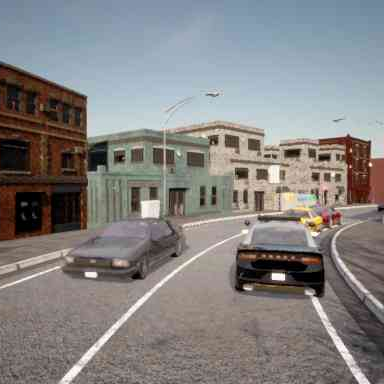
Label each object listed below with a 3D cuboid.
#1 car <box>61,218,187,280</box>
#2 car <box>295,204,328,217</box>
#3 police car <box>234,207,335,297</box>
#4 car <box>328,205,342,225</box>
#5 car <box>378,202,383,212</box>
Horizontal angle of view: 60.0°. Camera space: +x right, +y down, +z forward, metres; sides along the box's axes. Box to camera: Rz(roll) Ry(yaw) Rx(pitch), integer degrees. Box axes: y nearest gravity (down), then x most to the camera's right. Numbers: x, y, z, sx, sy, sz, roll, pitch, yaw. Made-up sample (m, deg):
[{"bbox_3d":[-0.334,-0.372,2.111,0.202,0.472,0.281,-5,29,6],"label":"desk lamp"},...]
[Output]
[{"bbox_3d":[-1.655,1.529,10.288,2.033,1.411,5.357,0,0,15],"label":"car"},{"bbox_3d":[5.783,1.471,17.631,1.801,1.575,5.366,1,0,28],"label":"car"},{"bbox_3d":[2.316,1.428,8.885,1.930,1.638,5.238,0,0,15],"label":"police car"},{"bbox_3d":[8.673,1.557,22.225,1.812,1.442,4.674,1,0,36],"label":"car"},{"bbox_3d":[24.019,1.683,40.135,4.181,1.385,1.994,0,1,-44],"label":"car"}]
